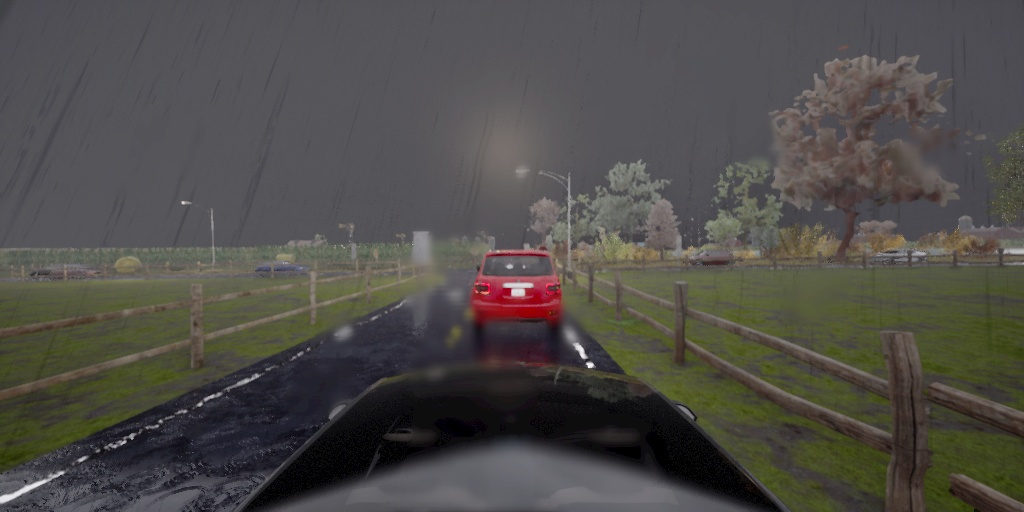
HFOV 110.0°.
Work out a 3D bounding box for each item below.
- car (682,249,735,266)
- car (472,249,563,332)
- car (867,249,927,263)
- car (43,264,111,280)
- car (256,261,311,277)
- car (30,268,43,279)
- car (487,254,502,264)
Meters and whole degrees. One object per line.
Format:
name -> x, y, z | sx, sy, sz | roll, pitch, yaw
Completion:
car -> 19.476, 0.185, 35.781 | 4.553, 1.767, 2.097 | -1, 1, 1
car -> 0.118, 0.829, 10.426 | 2.150, 2.045, 5.566 | 0, 1, 0
car -> 37.964, 0.045, 35.348 | 4.674, 1.442, 1.812 | -1, 1, 1
car -> -41.158, 1.554, 34.220 | 4.181, 1.385, 1.994 | -1, 1, 2
car -> -21.495, 1.145, 33.761 | 4.674, 1.442, 1.812 | -1, 1, 1
car -> -46.911, 1.543, 37.230 | 4.902, 1.511, 2.128 | -1, 1, 2
car -> -2.651, 0.410, 55.226 | 2.128, 1.511, 4.902 | 0, 1, 1
